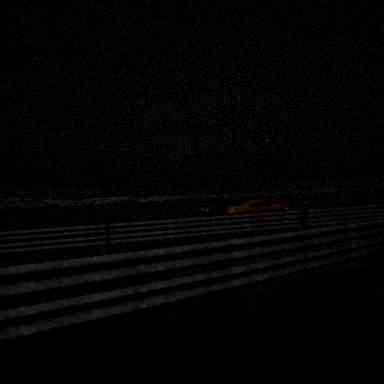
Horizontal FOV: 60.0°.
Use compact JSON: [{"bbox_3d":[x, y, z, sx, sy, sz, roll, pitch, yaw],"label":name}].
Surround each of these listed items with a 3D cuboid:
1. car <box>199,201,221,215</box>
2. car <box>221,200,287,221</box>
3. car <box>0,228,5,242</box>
[{"bbox_3d":[3.345,1.455,29.401,5.357,1.411,2.033,-2,1,-19],"label":"car"},{"bbox_3d":[5.226,1.372,26.354,5.008,1.535,1.882,-2,1,-19],"label":"car"},{"bbox_3d":[-11.927,2.231,16.568,4.718,1.301,1.895,-2,1,-19],"label":"car"}]
